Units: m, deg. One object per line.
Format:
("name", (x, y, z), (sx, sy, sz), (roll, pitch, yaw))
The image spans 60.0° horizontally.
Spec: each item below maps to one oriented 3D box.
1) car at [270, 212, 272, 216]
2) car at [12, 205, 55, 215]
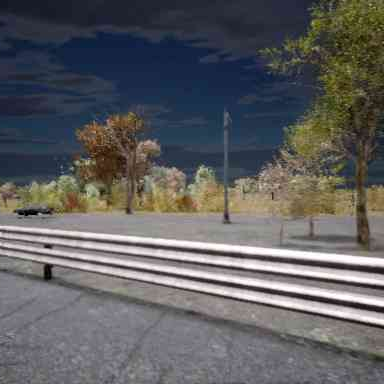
("car", (10.462, 1.970, 34.331), (5.008, 1.535, 1.882), (0, 0, 9))
("car", (-18.704, 2.160, 39.242), (5.008, 1.535, 1.882), (0, 0, 10))
